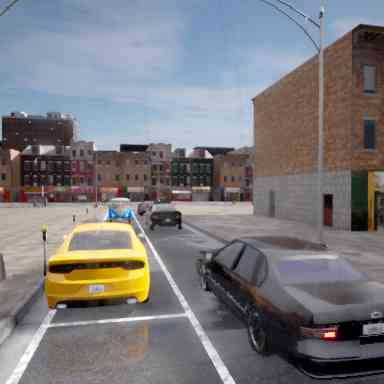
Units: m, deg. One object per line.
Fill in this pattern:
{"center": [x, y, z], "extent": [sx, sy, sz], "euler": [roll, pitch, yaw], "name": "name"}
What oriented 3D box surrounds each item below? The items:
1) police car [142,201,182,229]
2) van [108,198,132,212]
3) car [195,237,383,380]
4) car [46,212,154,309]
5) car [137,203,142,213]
{"center": [-1.921, 1.427, 21.386], "extent": [1.930, 1.638, 5.238], "euler": [0, 0, -12], "name": "police car"}
{"center": [-5.313, 1.344, 24.570], "extent": [1.690, 1.788, 3.998], "euler": [-1, 0, -12], "name": "van"}
{"center": [1.476, 1.547, 6.108], "extent": [2.033, 1.411, 5.357], "euler": [0, 0, -12], "name": "car"}
{"center": [-2.122, 1.477, 8.024], "extent": [1.882, 1.535, 5.008], "euler": [0, 0, -12], "name": "car"}
{"center": [-4.410, 1.572, 33.396], "extent": [1.994, 1.385, 4.181], "euler": [0, 0, -12], "name": "car"}
